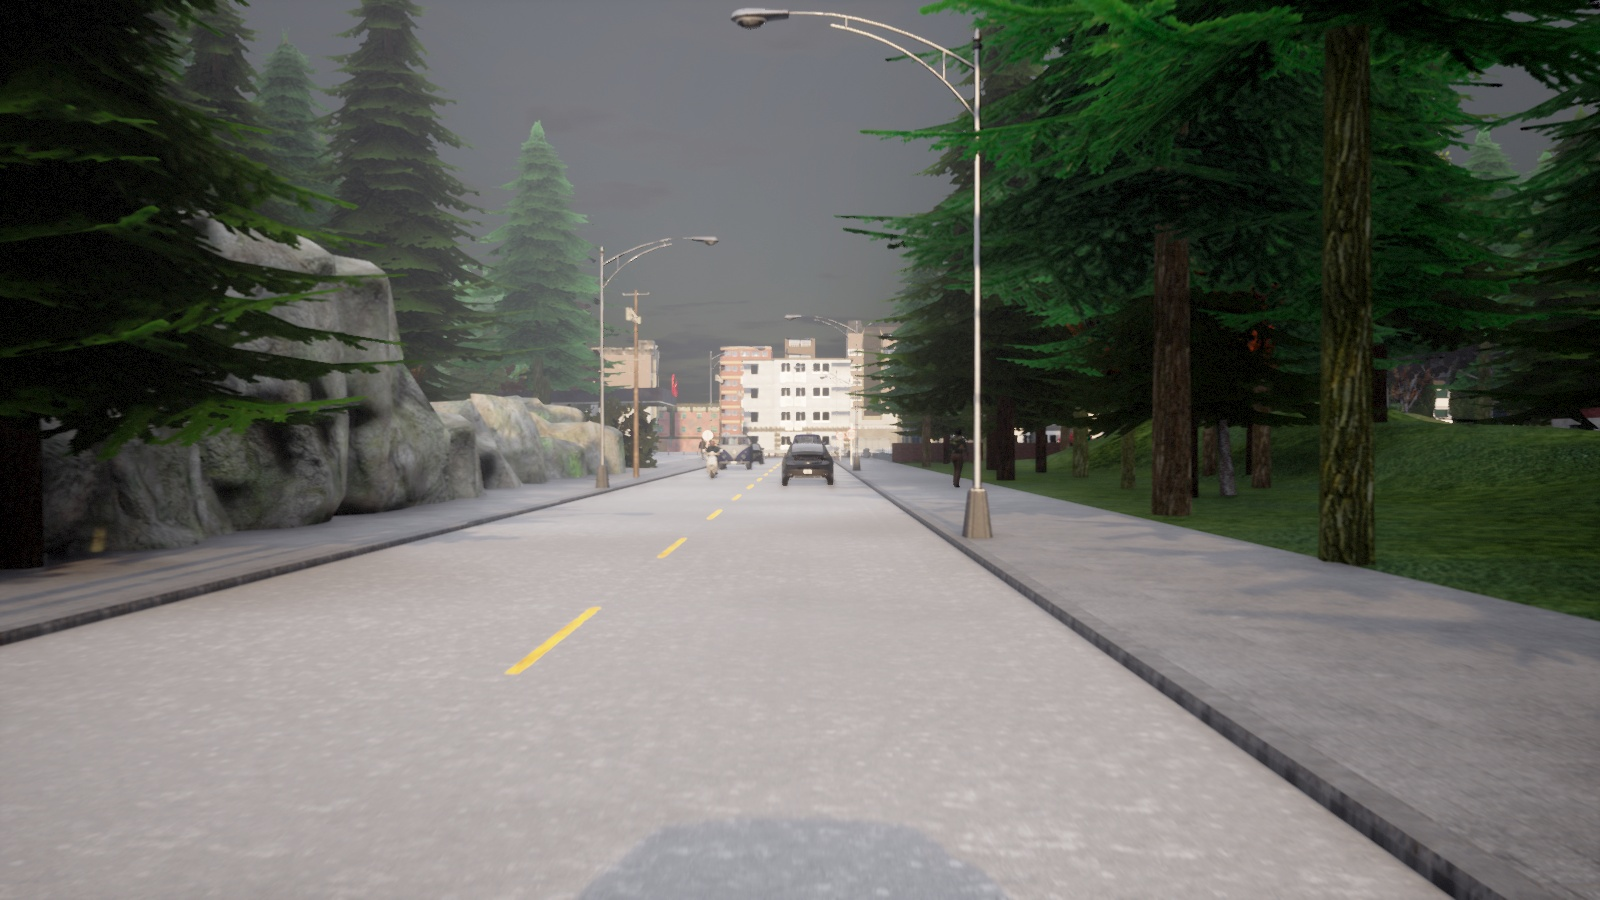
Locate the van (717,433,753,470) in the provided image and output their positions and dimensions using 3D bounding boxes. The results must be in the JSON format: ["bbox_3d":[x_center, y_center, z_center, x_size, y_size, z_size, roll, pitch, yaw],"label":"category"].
[{"bbox_3d":[-3.582,0.100,70.031,1.775,1.987,4.442,0,0,0],"label":"van"}]

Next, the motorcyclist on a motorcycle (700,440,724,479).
[{"bbox_3d":[-3.681,0.397,52.624,0.866,1.590,1.817,0,1,0],"label":"motorcyclist on a motorcycle"}]

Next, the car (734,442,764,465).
[{"bbox_3d":[-3.505,0.223,87.398,1.882,1.535,5.008,0,0,0],"label":"car"}]

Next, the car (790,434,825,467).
[{"bbox_3d":[0.462,0.013,79.519,2.150,2.045,5.566,0,0,0],"label":"car"}]

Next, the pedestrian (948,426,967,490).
[{"bbox_3d":[4.798,0.242,38.280,0.395,1.930,0.692,0,0,23],"label":"pedestrian"}]

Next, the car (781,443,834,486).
[{"bbox_3d":[0.281,0.488,46.139,1.837,1.490,4.892,0,0,0],"label":"car"}]
